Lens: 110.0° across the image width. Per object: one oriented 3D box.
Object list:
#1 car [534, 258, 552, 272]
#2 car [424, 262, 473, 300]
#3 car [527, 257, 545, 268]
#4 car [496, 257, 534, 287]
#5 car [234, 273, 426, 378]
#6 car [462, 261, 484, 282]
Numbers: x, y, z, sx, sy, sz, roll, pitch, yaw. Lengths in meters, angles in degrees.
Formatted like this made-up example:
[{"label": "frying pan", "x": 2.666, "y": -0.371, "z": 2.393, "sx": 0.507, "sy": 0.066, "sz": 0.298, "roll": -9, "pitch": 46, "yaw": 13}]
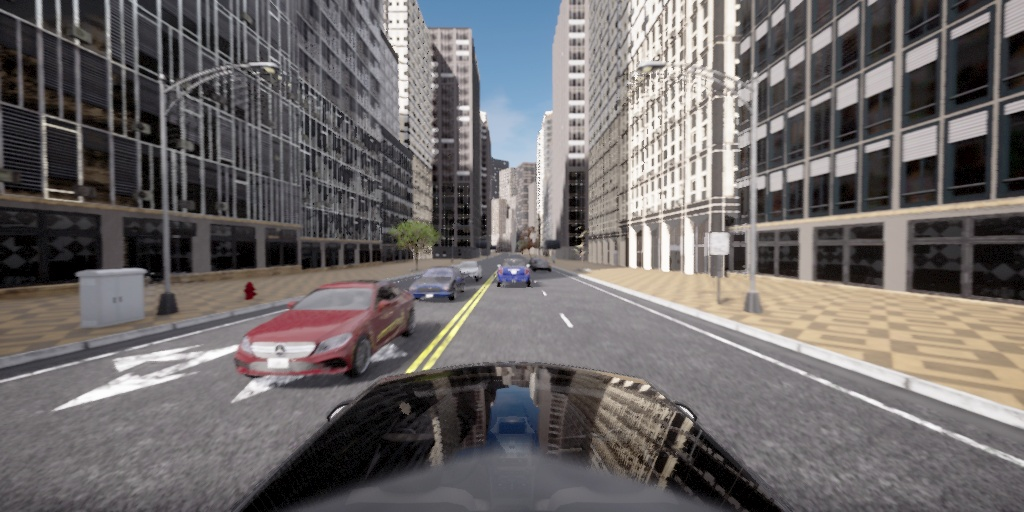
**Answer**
[{"label": "car", "x": 3.270, "y": 1.019, "z": 39.961, "sx": 1.994, "sy": 1.385, "sz": 4.181, "roll": 0, "pitch": 0, "yaw": 0}, {"label": "car", "x": -3.319, "y": 1.199, "z": 17.128, "sx": 2.033, "sy": 1.411, "sz": 5.357, "roll": 0, "pitch": 0, "yaw": 0}, {"label": "car", "x": 3.284, "y": 0.864, "z": 50.091, "sx": 2.128, "sy": 1.511, "sz": 4.902, "roll": 0, "pitch": 1, "yaw": 0}, {"label": "car", "x": 0.110, "y": 0.947, "z": 23.290, "sx": 2.097, "sy": 1.767, "sz": 4.553, "roll": 0, "pitch": 0, "yaw": 0}, {"label": "car", "x": -3.331, "y": 1.252, "z": 7.440, "sx": 1.812, "sy": 1.442, "sz": 4.674, "roll": 0, "pitch": 0, "yaw": 0}, {"label": "car", "x": -3.251, "y": 1.100, "z": 27.101, "sx": 1.812, "sy": 1.442, "sz": 4.674, "roll": 0, "pitch": 0, "yaw": 1}]
